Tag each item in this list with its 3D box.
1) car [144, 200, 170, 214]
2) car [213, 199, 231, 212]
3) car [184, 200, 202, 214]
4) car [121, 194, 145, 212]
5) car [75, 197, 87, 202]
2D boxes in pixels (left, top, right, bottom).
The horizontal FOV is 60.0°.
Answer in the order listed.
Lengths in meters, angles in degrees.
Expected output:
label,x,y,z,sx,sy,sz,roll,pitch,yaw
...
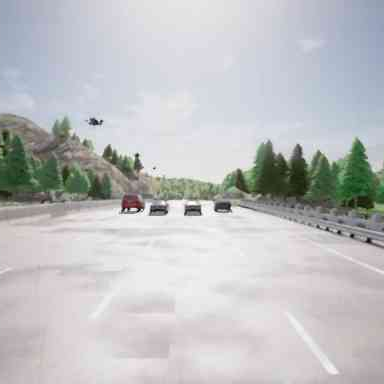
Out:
label,x,y,z,sx,sy,sz,roll,pitch,yaw
car,-3.391,1.566,35.090,2.033,1.411,5.357,0,0,0
car,3.609,1.554,40.314,1.882,1.535,5.008,0,-1,0
car,0.107,1.566,35.083,2.033,1.411,5.357,0,0,0
car,-6.904,1.288,39.502,2.150,2.045,5.566,0,-1,0
car,-20.988,1.690,62.138,1.837,1.490,4.892,0,-1,0
